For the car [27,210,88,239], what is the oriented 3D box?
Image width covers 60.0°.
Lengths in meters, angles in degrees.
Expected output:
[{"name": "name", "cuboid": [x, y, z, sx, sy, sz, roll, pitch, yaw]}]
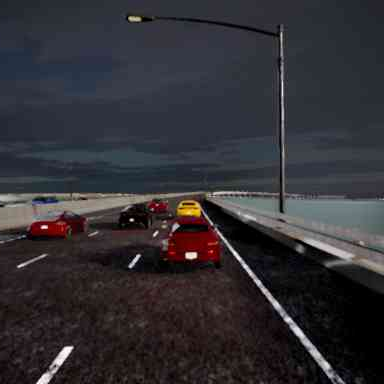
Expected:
[{"name": "car", "cuboid": [-7.153, 1.675, 18.072, 1.994, 1.385, 4.181, -1, 0, -1]}]

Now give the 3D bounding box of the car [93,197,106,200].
[{"name": "car", "cuboid": [-21.398, 1.756, 77.020, 1.895, 1.301, 4.718, -1, 0, 0]}]

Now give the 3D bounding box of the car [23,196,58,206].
[{"name": "car", "cuboid": [-18.050, 1.484, 39.949, 2.150, 2.045, 5.566, -1, 0, 0]}]

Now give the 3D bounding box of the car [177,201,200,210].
[{"name": "car", "cuboid": [-0.278, 1.535, 29.375, 1.882, 1.535, 5.008, -1, 0, -1]}]

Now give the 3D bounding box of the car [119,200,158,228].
[{"name": "car", "cuboid": [-3.708, 1.560, 22.837, 1.882, 1.535, 5.008, -1, 0, -1]}]

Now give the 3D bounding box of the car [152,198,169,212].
[{"name": "car", "cuboid": [-3.845, 1.461, 38.692, 2.097, 1.767, 4.553, -1, 0, 0]}]

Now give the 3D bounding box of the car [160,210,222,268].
[{"name": "car", "cuboid": [-0.057, 1.549, 11.259, 1.812, 1.442, 4.674, -1, 0, -1]}]

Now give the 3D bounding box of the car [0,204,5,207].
[{"name": "car", "cuboid": [-21.516, 1.783, 34.712, 2.128, 1.511, 4.902, -1, 0, 0]}]

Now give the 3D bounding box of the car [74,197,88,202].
[{"name": "car", "cuboid": [-24.915, 1.787, 74.865, 1.882, 1.535, 5.008, -1, 0, 0]}]
